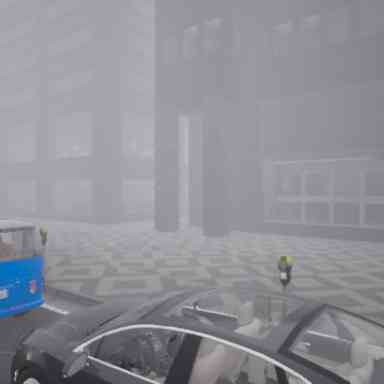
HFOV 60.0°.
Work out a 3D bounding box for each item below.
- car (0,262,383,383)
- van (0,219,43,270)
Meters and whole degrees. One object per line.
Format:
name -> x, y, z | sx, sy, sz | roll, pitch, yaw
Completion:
car -> 0.150, 1.549, 2.855 | 4.403, 1.369, 2.008 | 0, 0, 36
van -> -4.439, 1.332, 6.129 | 3.998, 1.788, 1.690 | 0, 0, 36
